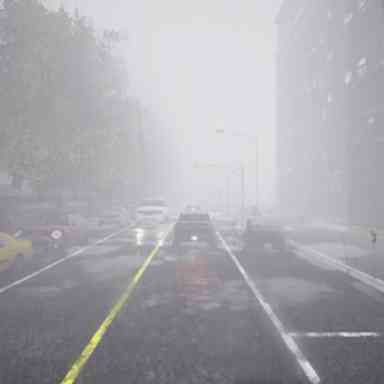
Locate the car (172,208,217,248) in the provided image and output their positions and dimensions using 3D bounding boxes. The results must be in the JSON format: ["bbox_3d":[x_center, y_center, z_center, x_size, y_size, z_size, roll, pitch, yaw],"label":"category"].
[{"bbox_3d":[0.102,1.658,15.675,1.837,1.490,4.892,0,-2,0],"label":"car"}]

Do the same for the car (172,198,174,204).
[{"bbox_3d":[-5.684,2.350,74.051,1.802,1.307,4.206,0,-1,0],"label":"car"}]

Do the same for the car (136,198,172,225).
[{"bbox_3d":[-3.084,1.488,26.761,2.150,2.045,5.566,0,0,0],"label":"car"}]

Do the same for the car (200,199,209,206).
[{"bbox_3d":[2.696,2.334,74.050,1.947,1.339,4.313,0,-1,0],"label":"car"}]

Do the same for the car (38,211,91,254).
[{"bbox_3d":[-5.687,1.579,13.889,1.967,1.590,4.097,0,-1,0],"label":"car"}]

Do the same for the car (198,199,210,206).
[{"bbox_3d":[2.695,2.273,68.418,1.947,1.339,4.313,0,-1,0],"label":"car"}]

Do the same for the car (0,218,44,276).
[{"bbox_3d":[-5.688,1.607,8.179,1.752,1.417,4.829,0,-1,0],"label":"car"}]

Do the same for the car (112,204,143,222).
[{"bbox_3d":[-5.816,1.850,30.503,1.887,1.381,4.507,0,-1,0],"label":"car"}]

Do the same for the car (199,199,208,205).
[{"bbox_3d":[2.696,2.396,79.683,1.947,1.339,4.313,0,-1,0],"label":"car"}]

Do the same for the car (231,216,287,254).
[{"bbox_3d":[2.692,1.689,13.889,2.008,1.369,4.403,0,-1,0],"label":"car"}]

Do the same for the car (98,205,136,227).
[{"bbox_3d":[-5.764,1.800,24.963,2.008,1.369,4.403,0,-1,0],"label":"car"}]

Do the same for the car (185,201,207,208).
[{"bbox_3d":[0.102,1.867,31.911,2.033,1.411,5.357,0,-1,0],"label":"car"}]
